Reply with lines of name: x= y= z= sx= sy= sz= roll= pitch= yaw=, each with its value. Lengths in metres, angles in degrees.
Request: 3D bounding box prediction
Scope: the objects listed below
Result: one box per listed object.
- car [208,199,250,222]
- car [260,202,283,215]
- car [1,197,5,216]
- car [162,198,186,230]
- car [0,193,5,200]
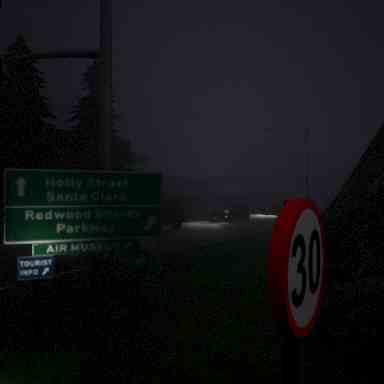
car: x=3.261 y=1.544 z=28.865 sx=2.097 sy=1.767 sz=4.553 roll=0 pitch=0 yaw=36
car: x=9.139 y=1.755 z=36.916 sx=1.994 sy=1.385 sz=4.181 roll=0 pitch=0 yaw=36
car: x=-12.316 y=1.504 z=26.043 sx=1.905 sy=1.878 sz=3.866 roll=0 pitch=0 yaw=35
car: x=-2.633 y=1.414 z=20.775 sx=2.150 sy=2.045 sz=5.566 roll=0 pitch=0 yaw=36
car: x=-38.481 y=1.489 z=70.008 sx=4.514 sy=1.523 sz=2.007 roll=0 pitch=0 yaw=35
